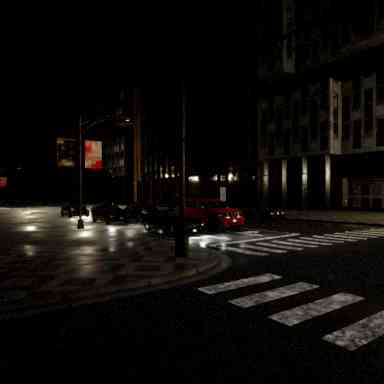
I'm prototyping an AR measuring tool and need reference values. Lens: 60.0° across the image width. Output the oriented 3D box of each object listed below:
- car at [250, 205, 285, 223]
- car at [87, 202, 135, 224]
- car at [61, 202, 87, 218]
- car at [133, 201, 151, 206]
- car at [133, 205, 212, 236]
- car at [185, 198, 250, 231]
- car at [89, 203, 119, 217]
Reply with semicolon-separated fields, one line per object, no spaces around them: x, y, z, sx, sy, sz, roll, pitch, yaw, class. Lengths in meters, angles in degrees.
5.328;1.774;28.319;2.033;1.411;5.357;0;-1;-35;car
-7.089;1.855;28.629;1.882;1.535;5.008;0;-1;-36;car
-13.003;1.866;36.898;2.097;1.767;4.553;0;-1;-36;car
-4.571;1.716;30.700;2.097;1.767;4.553;0;-1;-36;car
-1.396;1.793;20.680;2.033;1.411;5.357;0;-1;-36;car
1.088;1.455;22.838;2.150;2.045;5.566;0;-1;-34;car
-10.357;2.023;38.784;1.812;1.442;4.674;0;-1;-35;car
